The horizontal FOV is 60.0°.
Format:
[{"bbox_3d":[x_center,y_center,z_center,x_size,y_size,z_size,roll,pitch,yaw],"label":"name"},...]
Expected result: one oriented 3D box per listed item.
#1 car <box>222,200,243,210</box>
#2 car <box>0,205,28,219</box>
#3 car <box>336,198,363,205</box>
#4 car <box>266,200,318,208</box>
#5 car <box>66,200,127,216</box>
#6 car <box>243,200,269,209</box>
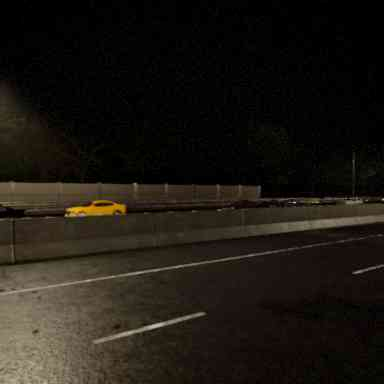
[{"bbox_3d":[5.092,1.538,33.400,4.674,1.442,1.812,0,0,-35],"label":"car"},{"bbox_3d":[-12.939,1.487,20.539,5.008,1.535,1.882,0,0,-35],"label":"car"},{"bbox_3d":[24.262,1.624,51.295,4.718,1.301,1.895,0,0,-35],"label":"car"},{"bbox_3d":[8.975,1.556,27.576,5.357,1.411,2.033,0,0,-35],"label":"car"},{"bbox_3d":[-8.036,1.489,28.182,5.008,1.535,1.882,-1,1,-37],"label":"car"},{"bbox_3d":[7.329,1.516,30.697,4.892,1.490,1.837,0,0,-35],"label":"car"}]
